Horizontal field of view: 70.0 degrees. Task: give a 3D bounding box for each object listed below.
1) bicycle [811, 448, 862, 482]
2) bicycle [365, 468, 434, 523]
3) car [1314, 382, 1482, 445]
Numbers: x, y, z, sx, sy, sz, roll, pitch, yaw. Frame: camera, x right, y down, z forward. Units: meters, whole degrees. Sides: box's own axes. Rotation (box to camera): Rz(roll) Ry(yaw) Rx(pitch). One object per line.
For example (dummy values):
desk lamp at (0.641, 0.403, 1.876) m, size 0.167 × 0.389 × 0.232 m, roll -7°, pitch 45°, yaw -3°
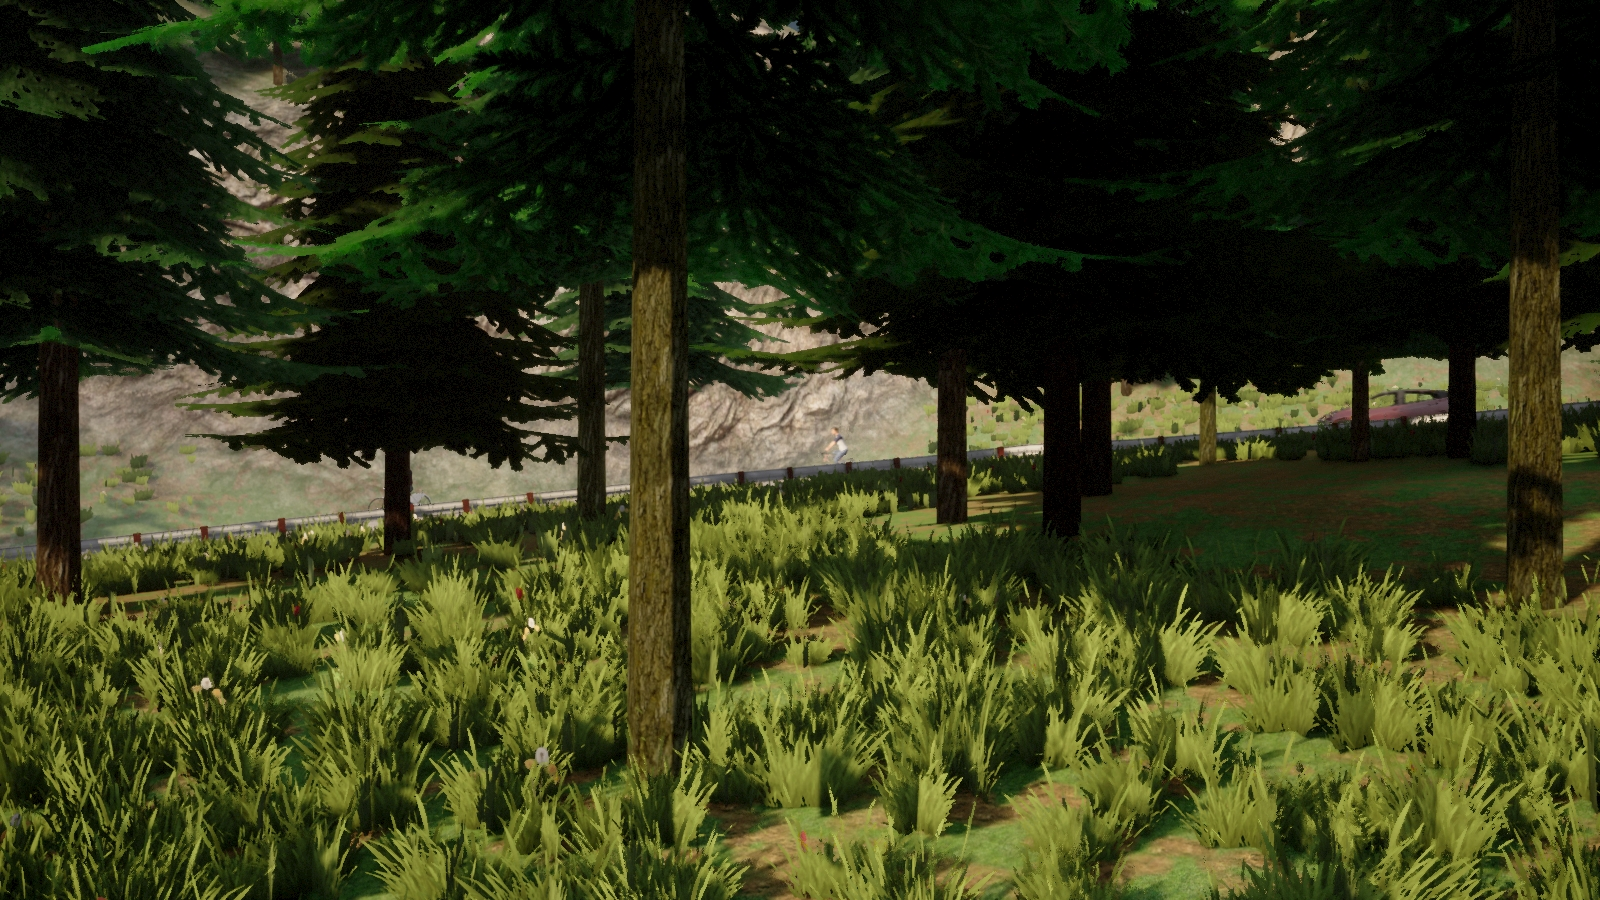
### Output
bicycle at (1.246, 0.504, 39.459) m, size 1.643 × 1.024 × 0.373 m, roll -5°, pitch 2°, yaw -7°
bicycle at (-12.075, 1.355, 34.490) m, size 1.835 × 1.471 × 0.329 m, roll -5°, pitch 2°, yaw -29°
car at (18.979, -1.121, 36.505) m, size 4.514 × 1.525 × 2.007 m, roll -5°, pitch -2°, yaw 24°
